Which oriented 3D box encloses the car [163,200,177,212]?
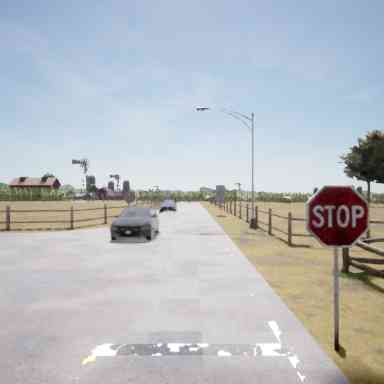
[{"bbox_3d":[-2.767,1.662,40.211,2.033,1.411,5.357,0,0,0],"label":"car"}]

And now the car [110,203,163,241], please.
[{"bbox_3d":[-2.760,1.500,16.912,1.882,1.535,5.008,0,-1,0],"label":"car"}]
